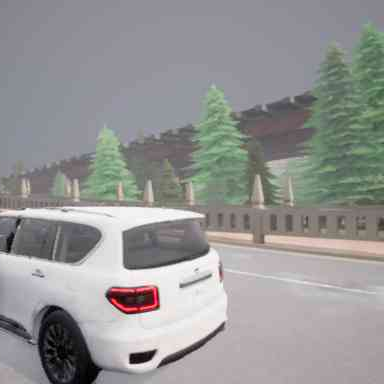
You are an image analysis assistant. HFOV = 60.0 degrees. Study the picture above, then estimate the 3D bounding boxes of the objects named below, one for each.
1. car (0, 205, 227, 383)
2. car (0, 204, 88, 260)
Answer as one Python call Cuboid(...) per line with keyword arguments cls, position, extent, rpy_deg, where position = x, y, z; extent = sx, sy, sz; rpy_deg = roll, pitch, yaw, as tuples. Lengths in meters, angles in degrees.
Cuboid(cls="car", position=(-2.119, 1.226, 5.487), extent=(5.566, 2.045, 2.150), rpy_deg=(1, 0, 36))
Cuboid(cls="car", position=(-6.330, 1.373, 12.845), extent=(4.892, 1.490, 1.837), rpy_deg=(2, 1, 36))
